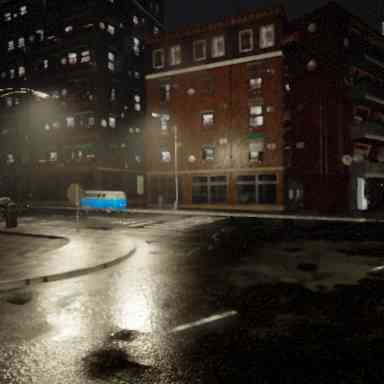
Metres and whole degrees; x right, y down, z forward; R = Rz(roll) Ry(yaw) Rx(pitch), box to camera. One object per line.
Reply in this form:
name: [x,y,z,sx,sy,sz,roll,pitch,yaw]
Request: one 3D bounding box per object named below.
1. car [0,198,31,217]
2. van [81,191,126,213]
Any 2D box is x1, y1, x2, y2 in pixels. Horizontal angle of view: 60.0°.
car: [-14.505,1.107,25.180,4.718,1.301,1.895,1,1,25]
van: [-7.520,0.815,28.330,3.998,1.788,1.690,1,0,25]
